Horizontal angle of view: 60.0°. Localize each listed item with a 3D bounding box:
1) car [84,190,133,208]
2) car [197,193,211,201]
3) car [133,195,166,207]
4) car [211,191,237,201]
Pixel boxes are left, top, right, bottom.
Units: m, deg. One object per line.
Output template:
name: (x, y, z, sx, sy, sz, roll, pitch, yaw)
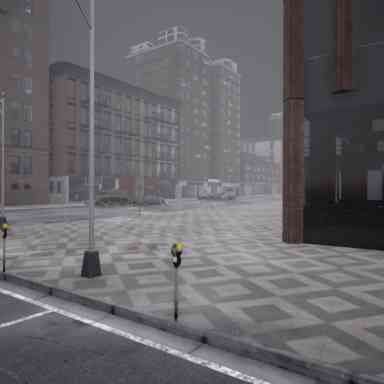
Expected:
car: (-10.136, 0.788, 39.895, 2.150, 2.045, 5.566, 0, 1, 36)
car: (2.894, 0.869, 57.862, 1.895, 1.301, 4.718, 0, 1, 36)
car: (-5.446, 1.083, 40.854, 2.033, 1.411, 5.357, 0, 1, 36)
car: (5.693, 0.675, 56.184, 2.097, 1.767, 4.553, 0, 1, 36)
